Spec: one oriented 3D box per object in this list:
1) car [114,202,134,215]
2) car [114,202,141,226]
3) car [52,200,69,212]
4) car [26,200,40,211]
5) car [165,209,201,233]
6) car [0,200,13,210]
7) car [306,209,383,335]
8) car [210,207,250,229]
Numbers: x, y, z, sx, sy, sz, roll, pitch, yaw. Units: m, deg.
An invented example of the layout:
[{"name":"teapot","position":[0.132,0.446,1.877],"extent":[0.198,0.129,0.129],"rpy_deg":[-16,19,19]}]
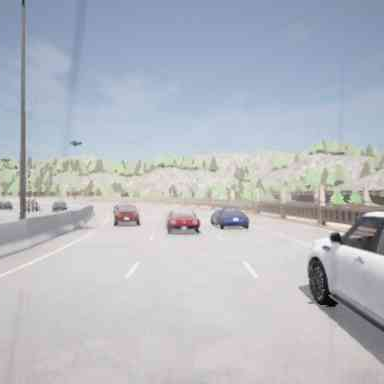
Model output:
[{"name":"car","position":[-7.934,1.842,38.437],"extent":[1.895,1.301,4.718],"rpy_deg":[0,0,-17]},{"name":"car","position":[-4.850,1.684,25.127],"extent":[1.812,1.442,4.674],"rpy_deg":[0,0,-9]},{"name":"car","position":[-17.424,1.826,44.025],"extent":[2.033,1.411,5.357],"rpy_deg":[0,0,-21]},{"name":"car","position":[-21.308,1.806,44.112],"extent":[1.812,1.442,4.674],"rpy_deg":[0,0,-23]},{"name":"car","position":[-0.687,1.730,20.707],"extent":[1.895,1.301,4.718],"rpy_deg":[0,0,-6]},{"name":"car","position":[-26.205,1.860,46.534],"extent":[1.994,1.385,4.181],"rpy_deg":[0,0,-25]},{"name":"car","position":[3.593,1.252,4.980],"extent":[2.150,2.045,5.566],"rpy_deg":[0,0,0]},{"name":"car","position":[2.516,1.706,22.894],"extent":[1.994,1.385,4.181],"rpy_deg":[0,0,-7]}]
